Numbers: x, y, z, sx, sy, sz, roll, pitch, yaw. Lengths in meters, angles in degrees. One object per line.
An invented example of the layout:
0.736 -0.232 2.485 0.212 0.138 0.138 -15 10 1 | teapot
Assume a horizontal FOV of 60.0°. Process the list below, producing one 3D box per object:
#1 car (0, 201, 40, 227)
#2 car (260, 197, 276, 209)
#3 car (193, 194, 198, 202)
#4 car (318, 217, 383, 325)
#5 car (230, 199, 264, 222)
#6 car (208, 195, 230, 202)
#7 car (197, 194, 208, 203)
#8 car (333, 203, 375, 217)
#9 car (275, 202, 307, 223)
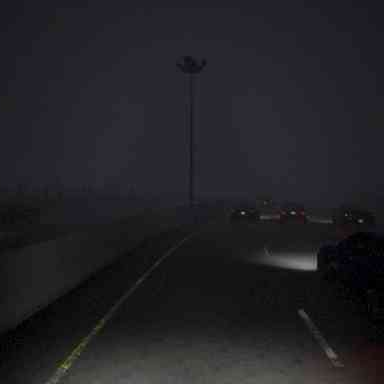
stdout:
-11.649 1.353 20.701 1.882 1.535 5.008 0 0 12 | car
9.377 1.333 41.694 2.163 1.488 4.792 0 0 18 | car
1.468 1.129 62.621 2.097 1.767 4.553 0 0 18 | car
4.078 1.503 6.852 1.812 1.442 4.674 0 0 5 | car
4.145 1.456 25.350 1.994 1.385 4.181 0 0 16 | car
4.525 1.273 49.741 2.128 1.511 4.902 0 0 19 | car
2.919 1.349 55.915 1.895 1.301 4.718 0 0 19 | car
10.203 1.452 21.159 1.812 1.442 4.674 0 0 15 | car
7.504 1.451 24.671 2.033 1.411 5.357 0 0 17 | car
